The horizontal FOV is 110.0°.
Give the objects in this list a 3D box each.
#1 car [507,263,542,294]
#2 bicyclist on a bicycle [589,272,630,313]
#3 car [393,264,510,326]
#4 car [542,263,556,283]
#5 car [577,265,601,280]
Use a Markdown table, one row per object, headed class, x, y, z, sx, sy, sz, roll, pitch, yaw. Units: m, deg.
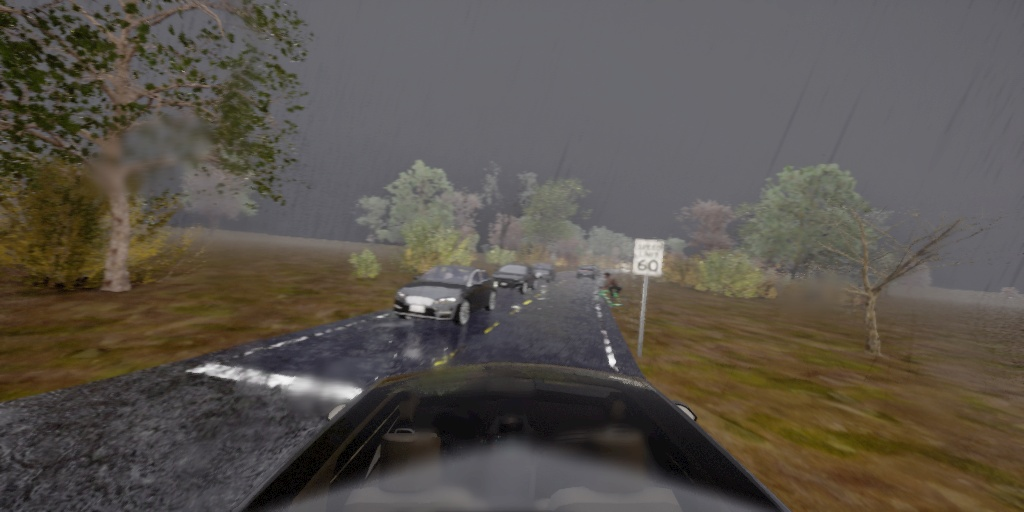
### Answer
| class | x | y | z | sx | sy | sz | roll | pitch | yaw |
| --- | --- | --- | --- | --- | --- | --- | --- | --- | --- |
| car | 0.183 | 1.162 | 20.233 | 1.882 | 1.535 | 5.008 | 5 | 0 | 13 |
| bicyclist on a bicycle | 4.022 | 1.493 | 14.723 | 1.656 | 1.620 | 0.582 | 5 | 0 | 12 |
| car | -1.778 | 1.044 | 11.077 | 2.128 | 1.511 | 4.902 | 5 | 0 | 12 |
| car | 2.522 | 1.337 | 30.038 | 2.128 | 1.511 | 4.902 | 5 | 0 | 14 |
| car | 8.267 | 1.798 | 39.577 | 2.128 | 1.511 | 4.902 | 5 | 0 | 16 |
